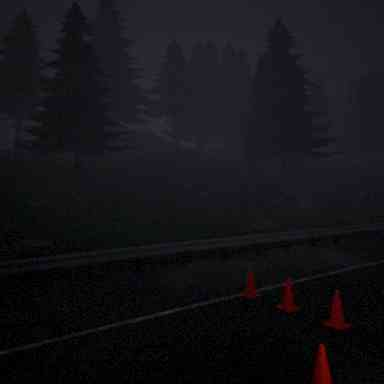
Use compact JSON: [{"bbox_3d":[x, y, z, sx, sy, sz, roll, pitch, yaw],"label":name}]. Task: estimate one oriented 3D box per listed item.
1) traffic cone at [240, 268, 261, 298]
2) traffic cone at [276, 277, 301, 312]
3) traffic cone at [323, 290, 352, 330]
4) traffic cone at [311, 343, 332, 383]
[{"bbox_3d":[1.273,1.943,7.220,0.340,0.580,0.340,0,0,-36],"label":"traffic cone"},{"bbox_3d":[1.860,1.943,6.411,0.340,0.580,0.340,0,0,-36],"label":"traffic cone"},{"bbox_3d":[2.448,1.943,5.601,0.340,0.580,0.340,0,0,-36],"label":"traffic cone"},{"bbox_3d":[1.416,1.948,3.617,0.340,0.580,0.340,0,0,-36],"label":"traffic cone"}]
